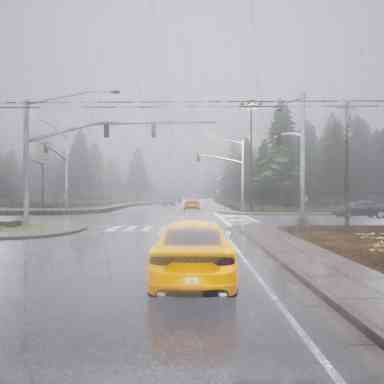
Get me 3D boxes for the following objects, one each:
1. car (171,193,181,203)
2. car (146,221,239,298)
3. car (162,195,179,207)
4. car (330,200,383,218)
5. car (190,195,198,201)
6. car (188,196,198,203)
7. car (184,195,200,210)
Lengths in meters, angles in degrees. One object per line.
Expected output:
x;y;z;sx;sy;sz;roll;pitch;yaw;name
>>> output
-3.366;1.223;68.923;2.150;2.045;5.566;0;0;1;car
0.043;1.474;8.599;1.882;1.535;5.008;0;0;1;car
-3.598;1.547;52.061;2.033;1.411;5.357;0;0;0;car
14.890;1.531;29.587;4.892;1.490;1.837;0;0;1;car
0.641;1.442;83.215;1.837;1.490;4.892;0;0;2;car
0.250;1.537;72.823;2.033;1.411;5.357;0;0;2;car
-0.011;1.478;42.262;1.882;1.535;5.008;0;0;0;car
